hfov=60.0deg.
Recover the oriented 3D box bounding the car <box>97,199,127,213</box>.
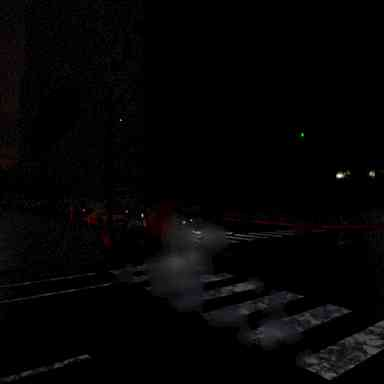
[{"bbox_3d":[-11.156,1.877,46.084,2.192,1.841,5.009,-1,0,-35],"label":"car"}]

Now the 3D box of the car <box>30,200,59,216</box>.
[{"bbox_3d":[-17.664,1.902,40.482,2.192,1.841,5.009,-1,0,-35],"label":"car"}]

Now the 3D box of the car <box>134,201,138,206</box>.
[{"bbox_3d":[-5.264,2.006,37.786,1.802,1.307,4.206,-1,0,-35],"label":"car"}]

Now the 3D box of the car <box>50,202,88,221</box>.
[{"bbox_3d":[-11.996,2.005,32.518,2.008,1.369,4.403,-1,0,-35],"label":"car"}]

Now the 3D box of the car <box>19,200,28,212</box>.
[{"bbox_3d":[-23.324,2.158,48.445,1.967,1.590,4.097,-1,0,-35],"label":"car"}]

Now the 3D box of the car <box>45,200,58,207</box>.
[{"bbox_3d":[-31.710,2.597,74.955,1.947,1.339,4.313,-1,0,-35],"label":"car"}]

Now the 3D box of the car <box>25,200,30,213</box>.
[{"bbox_3d":[-20.491,2.197,44.463,1.887,1.381,4.507,-1,0,-35],"label":"car"}]

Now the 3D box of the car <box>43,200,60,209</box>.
[{"bbox_3d":[-26.972,2.391,63.714,1.837,1.490,4.892,0,-1,-35],"label":"car"}]

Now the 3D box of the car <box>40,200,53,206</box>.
[{"bbox_3d":[-34.725,2.663,79.195,1.947,1.339,4.313,-1,0,-35],"label":"car"}]

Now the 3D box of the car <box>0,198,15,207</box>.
[{"bbox_3d":[-41.268,2.668,73.684,1.887,1.381,4.507,-1,0,-35],"label":"car"}]

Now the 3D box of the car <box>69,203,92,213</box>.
[{"bbox_3d":[-16.325,2.243,48.742,1.895,1.301,4.718,0,-1,-35],"label":"car"}]

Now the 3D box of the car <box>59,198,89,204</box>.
[{"bbox_3d":[-13.723,1.756,39.576,2.150,2.045,5.566,0,-1,-35],"label":"car"}]

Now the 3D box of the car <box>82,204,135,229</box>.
[{"bbox_3d":[-6.236,1.844,24.416,1.752,1.417,4.829,-1,0,-35],"label":"car"}]

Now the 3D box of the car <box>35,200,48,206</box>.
[{"bbox_3d":[-37.740,2.712,83.434,2.008,1.369,4.403,-1,0,-35],"label":"car"}]

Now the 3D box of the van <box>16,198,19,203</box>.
[{"bbox_3d":[-26.157,2.124,52.427,1.690,1.788,3.998,-1,0,-35],"label":"van"}]

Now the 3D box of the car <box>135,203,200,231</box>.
[{"bbox_3d":[-1.807,1.760,22.839,1.837,1.490,4.892,0,-1,-35],"label":"car"}]

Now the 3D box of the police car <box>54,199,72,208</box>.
[{"bbox_3d":[-25.432,2.309,65.456,1.930,1.638,5.238,0,-1,-35],"label":"police car"}]

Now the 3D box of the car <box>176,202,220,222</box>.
[{"bbox_3d":[0.622,1.830,29.487,1.887,1.381,4.507,-1,0,-35],"label":"car"}]

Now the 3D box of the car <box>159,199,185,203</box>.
[{"bbox_3d":[-2.326,1.670,33.637,2.192,1.841,5.009,-1,0,-35],"label":"car"}]

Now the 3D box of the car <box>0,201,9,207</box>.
[{"bbox_3d":[-44.383,2.773,78.066,1.802,1.307,4.206,-1,0,-35],"label":"car"}]

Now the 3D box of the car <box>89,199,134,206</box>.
[{"bbox_3d":[-7.564,1.742,30.900,2.097,1.767,4.553,0,-1,-35],"label":"car"}]

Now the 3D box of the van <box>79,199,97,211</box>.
[{"bbox_3d":[-17.042,2.039,54.383,1.690,1.788,3.998,-1,0,-35],"label":"van"}]
